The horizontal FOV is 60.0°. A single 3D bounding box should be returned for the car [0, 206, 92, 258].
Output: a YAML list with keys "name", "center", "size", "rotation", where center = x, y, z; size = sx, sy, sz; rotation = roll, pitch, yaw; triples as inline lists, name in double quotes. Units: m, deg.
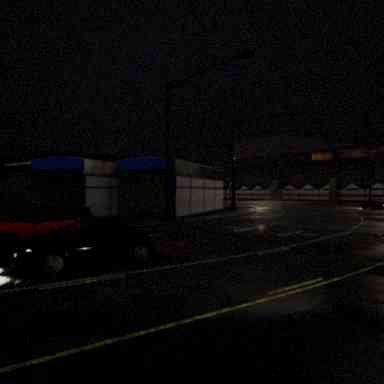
- name: "car"
  center: [-5.809, 1.352, 12.856]
  size: [4.553, 1.767, 2.097]
  rotation: [0, 0, -36]

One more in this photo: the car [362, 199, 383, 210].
- name: "car"
  center: [23.097, 1.564, 41.752]
  size: [1.994, 1.385, 4.181]
  rotation: [0, 0, 5]

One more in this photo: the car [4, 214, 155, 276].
- name: "car"
  center: [-3.268, 1.564, 10.390]
  size: [4.181, 1.385, 1.994]
  rotation: [0, 0, -36]
